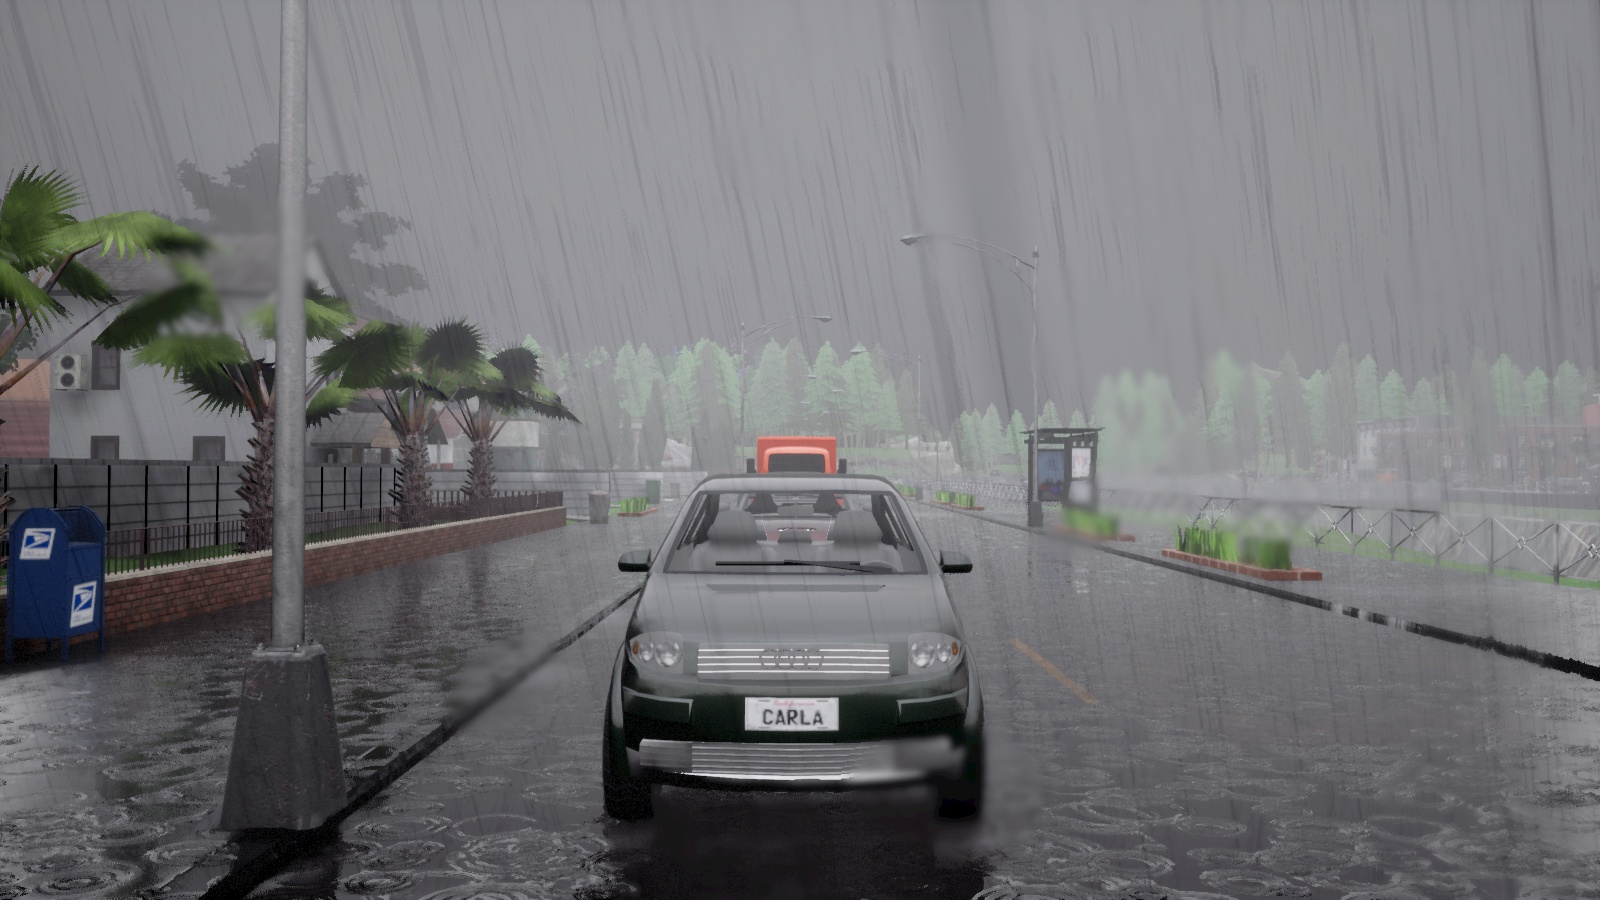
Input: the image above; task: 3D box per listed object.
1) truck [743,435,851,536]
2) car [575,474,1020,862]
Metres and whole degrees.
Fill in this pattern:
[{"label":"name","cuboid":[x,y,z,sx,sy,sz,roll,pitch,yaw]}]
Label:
[{"label":"truck","cuboid":[-0.087,0.879,33.331,2.627,2.467,5.204,0,0,0]},{"label":"car","cuboid":[-0.019,0.909,6.911,1.789,1.549,3.705,0,-1,0]}]
